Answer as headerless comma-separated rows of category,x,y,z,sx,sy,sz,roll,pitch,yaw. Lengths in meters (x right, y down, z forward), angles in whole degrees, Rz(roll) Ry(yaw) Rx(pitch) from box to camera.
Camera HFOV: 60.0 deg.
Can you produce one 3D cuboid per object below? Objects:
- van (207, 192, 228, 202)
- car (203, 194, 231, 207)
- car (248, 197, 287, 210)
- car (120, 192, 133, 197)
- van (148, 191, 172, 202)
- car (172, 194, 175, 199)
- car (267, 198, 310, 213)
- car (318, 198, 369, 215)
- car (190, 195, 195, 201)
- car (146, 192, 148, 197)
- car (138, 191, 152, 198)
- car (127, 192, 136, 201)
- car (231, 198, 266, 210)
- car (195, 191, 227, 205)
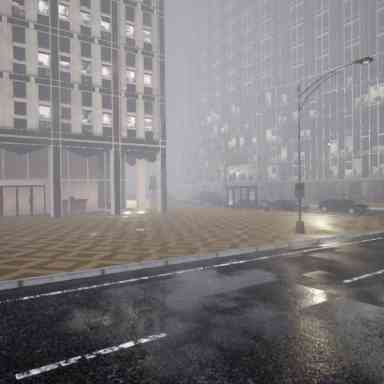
van,4.445,0.856,58.430,1.690,1.788,3.998,0,1,-34
car,3.916,1.320,44.292,1.947,1.339,4.313,0,1,-34
car,9.280,1.364,41.130,1.895,1.301,4.718,-1,1,-34
car,-18.050,0.689,91.247,2.008,1.369,4.403,0,1,-34
van,-5.680,0.938,58.381,1.690,1.788,3.998,0,1,-34
car,-5.195,0.936,72.497,1.802,1.307,4.206,0,1,-34
car,10.282,1.424,34.872,1.947,1.339,4.313,0,1,-34
car,14.889,1.358,32.925,1.837,1.490,4.892,-1,1,-34
car,1.232,1.044,63.121,1.802,1.307,4.206,0,1,-34
car,-8.409,0.616,77.181,2.192,1.841,5.009,0,1,-34
car,-11.623,0.687,81.870,1.967,1.590,4.097,0,1,-34
car,-12.108,1.040,67.759,2.008,1.369,4.403,0,1,-34
car,7.082,1.388,39.572,1.802,1.307,4.206,0,1,-34
car,3.264,0.887,49.908,2.150,2.045,5.566,-1,1,-35
